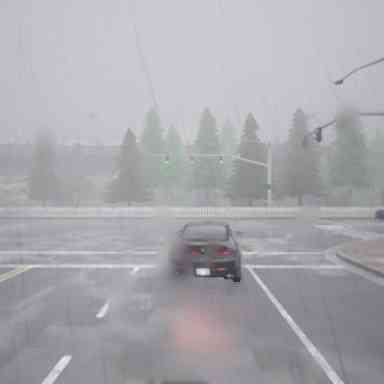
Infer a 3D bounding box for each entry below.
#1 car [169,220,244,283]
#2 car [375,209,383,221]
[{"bbox_3d":[0.492,1.631,10.137,1.837,1.490,4.892,0,-1,6],"label":"car"},{"bbox_3d":[18.660,1.783,29.046,5.008,1.535,1.882,0,-1,1],"label":"car"}]
